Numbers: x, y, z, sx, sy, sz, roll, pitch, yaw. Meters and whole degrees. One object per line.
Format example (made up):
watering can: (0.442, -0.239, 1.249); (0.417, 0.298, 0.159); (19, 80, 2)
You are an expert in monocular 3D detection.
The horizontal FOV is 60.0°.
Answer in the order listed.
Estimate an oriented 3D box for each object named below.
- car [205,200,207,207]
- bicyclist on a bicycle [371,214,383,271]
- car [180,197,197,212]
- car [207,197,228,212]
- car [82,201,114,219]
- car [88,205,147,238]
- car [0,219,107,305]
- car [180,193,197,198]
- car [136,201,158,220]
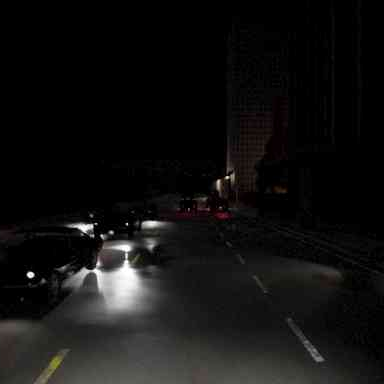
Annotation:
car: (2.932, 1.481, 47.977); (1.812, 1.442, 4.674); (0, 0, 0)
bicyclist on a bicycle: (5.766, 1.354, 9.356); (1.656, 1.620, 0.582); (-9, 0, -1)
car: (-0.373, 1.565, 37.638); (1.895, 1.301, 4.718); (0, 0, -1)
car: (3.091, 1.465, 38.591); (1.837, 1.490, 4.892); (0, -1, 0)
car: (-7.335, 1.468, 26.664); (2.128, 1.511, 4.902); (0, 0, -1)
car: (-3.814, 1.584, 17.810); (1.895, 1.301, 4.718); (0, 0, -1)
car: (-3.692, 1.593, 8.199); (1.895, 1.301, 4.718); (0, 0, -1)
car: (-0.504, 1.178, 47.501); (2.150, 2.045, 5.566); (0, 0, -1)
car: (-3.922, 1.500, 27.790); (1.812, 1.442, 4.674); (0, 0, -1)
